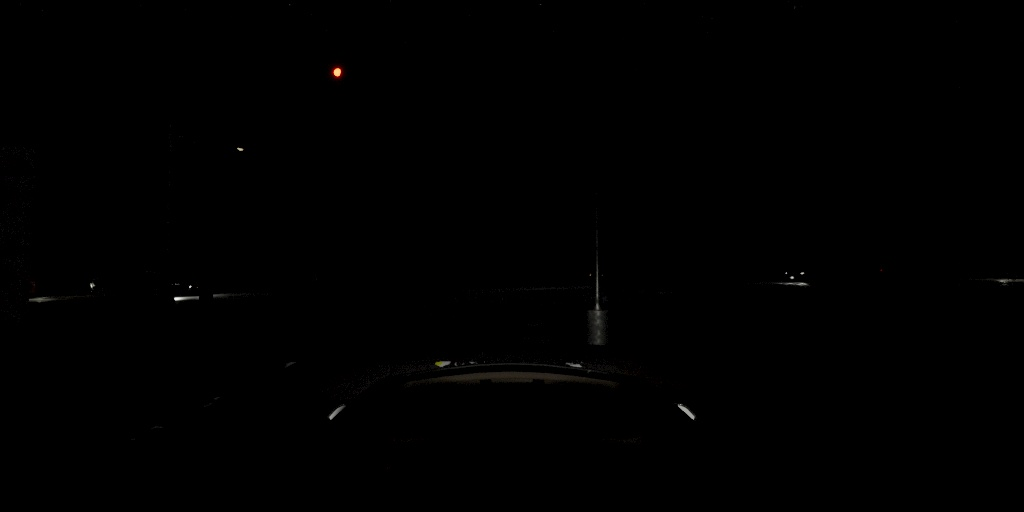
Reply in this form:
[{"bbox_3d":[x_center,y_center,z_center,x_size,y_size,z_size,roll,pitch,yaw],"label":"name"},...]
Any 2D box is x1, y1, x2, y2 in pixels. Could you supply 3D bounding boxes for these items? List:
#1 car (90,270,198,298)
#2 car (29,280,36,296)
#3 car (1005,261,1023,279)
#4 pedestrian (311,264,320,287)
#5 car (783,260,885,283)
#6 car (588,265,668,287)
[{"bbox_3d":[-20.221,1.494,19.831,4.892,1.490,1.837,-1,-2,0],"label":"car"},{"bbox_3d":[-29.645,1.582,19.860,5.008,1.535,1.882,-1,-2,0],"label":"car"},{"bbox_3d":[35.459,0.701,23.380,5.008,1.535,1.882,-1,-2,0],"label":"car"},{"bbox_3d":[-15.055,1.466,27.422,0.375,1.860,0.375,0,-1,0],"label":"pedestrian"},{"bbox_3d":[20.946,0.995,23.420,5.357,1.411,2.033,-1,-2,0],"label":"car"},{"bbox_3d":[7.182,1.236,22.404,4.718,1.301,1.895,0,-2,-15],"label":"car"}]
